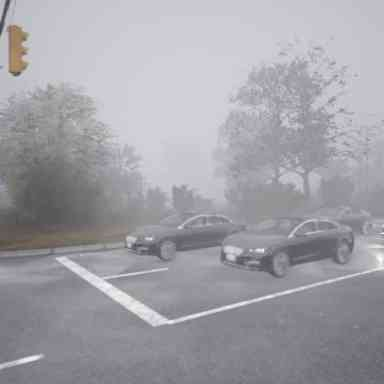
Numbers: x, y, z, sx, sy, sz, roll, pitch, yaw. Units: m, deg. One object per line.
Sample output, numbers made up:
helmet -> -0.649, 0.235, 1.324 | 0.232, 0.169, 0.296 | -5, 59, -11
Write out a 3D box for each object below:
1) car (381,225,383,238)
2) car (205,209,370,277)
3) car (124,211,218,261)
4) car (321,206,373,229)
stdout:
car -> 10.795, 1.539, 15.517 | 4.892, 1.490, 1.837 | 0, 0, -33
car -> 3.076, 1.505, 10.329 | 4.902, 1.511, 2.128 | 0, 0, -34
car -> -0.062, 1.500, 12.419 | 4.902, 1.511, 2.128 | 0, 0, -35
car -> 7.584, 1.520, 17.585 | 4.902, 1.511, 2.128 | 0, 0, -34
